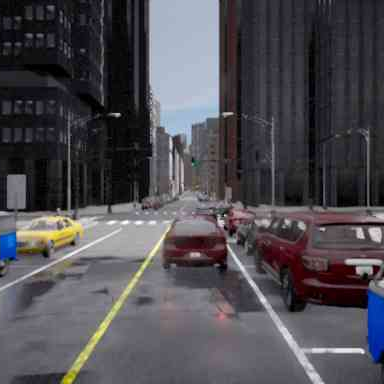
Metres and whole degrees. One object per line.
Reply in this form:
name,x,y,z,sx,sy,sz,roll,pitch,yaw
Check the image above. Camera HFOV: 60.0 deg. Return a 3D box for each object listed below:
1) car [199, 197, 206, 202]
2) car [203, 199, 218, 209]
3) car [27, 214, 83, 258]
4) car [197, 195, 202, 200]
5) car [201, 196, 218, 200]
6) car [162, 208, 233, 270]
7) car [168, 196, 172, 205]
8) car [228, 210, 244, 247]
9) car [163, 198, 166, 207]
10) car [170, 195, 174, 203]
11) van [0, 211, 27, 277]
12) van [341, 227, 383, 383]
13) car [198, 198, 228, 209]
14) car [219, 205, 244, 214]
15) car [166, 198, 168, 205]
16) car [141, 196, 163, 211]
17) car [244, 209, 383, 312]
car,2.864,2.117,90.976,1.947,1.339,4.313,0,0,0
car,2.818,1.844,51.470,1.947,1.339,4.313,0,0,0
car,-5.752,1.591,13.112,1.752,1.417,4.829,0,0,0
car,2.857,2.055,85.332,1.887,1.381,4.507,0,0,0
car,2.811,1.560,45.827,2.192,1.841,5.009,0,0,0
car,0.096,1.534,11.315,1.882,1.535,5.008,0,0,0
car,-5.687,1.953,68.418,1.947,1.339,4.313,0,0,0
car,2.776,1.617,13.261,2.008,1.369,4.403,0,0,0
car,-5.708,1.593,51.490,2.192,1.841,5.009,0,0,0
car,-5.681,1.950,73.891,1.752,1.417,4.829,0,0,0
van,-5.760,1.379,7.759,1.690,1.788,3.998,0,0,0
van,2.764,1.352,2.210,1.690,1.788,3.998,0,0,0
car,2.207,1.616,27.963,2.128,1.511,4.902,-1,1,34
car,2.781,1.640,18.786,1.887,1.381,4.507,0,0,0
car,-5.700,1.878,57.131,1.947,1.339,4.313,0,0,0
car,-5.714,1.559,45.847,2.192,1.841,5.009,0,0,0
car,2.769,1.354,7.736,2.192,1.841,5.009,0,0,0
